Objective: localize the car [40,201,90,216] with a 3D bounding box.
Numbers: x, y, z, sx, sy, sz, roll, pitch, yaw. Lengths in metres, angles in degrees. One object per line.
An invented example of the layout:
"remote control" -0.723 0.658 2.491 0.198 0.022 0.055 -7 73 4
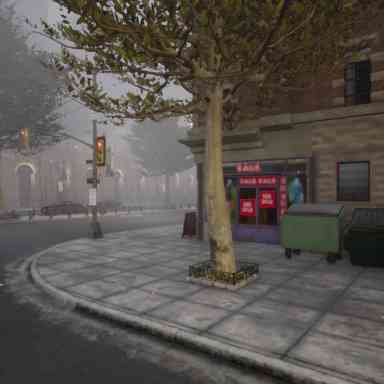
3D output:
"car" -12.697 1.564 32.877 1.994 1.385 4.181 0 0 36

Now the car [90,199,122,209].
"car" -11.936 1.595 45.164 1.895 1.301 4.718 0 0 36
